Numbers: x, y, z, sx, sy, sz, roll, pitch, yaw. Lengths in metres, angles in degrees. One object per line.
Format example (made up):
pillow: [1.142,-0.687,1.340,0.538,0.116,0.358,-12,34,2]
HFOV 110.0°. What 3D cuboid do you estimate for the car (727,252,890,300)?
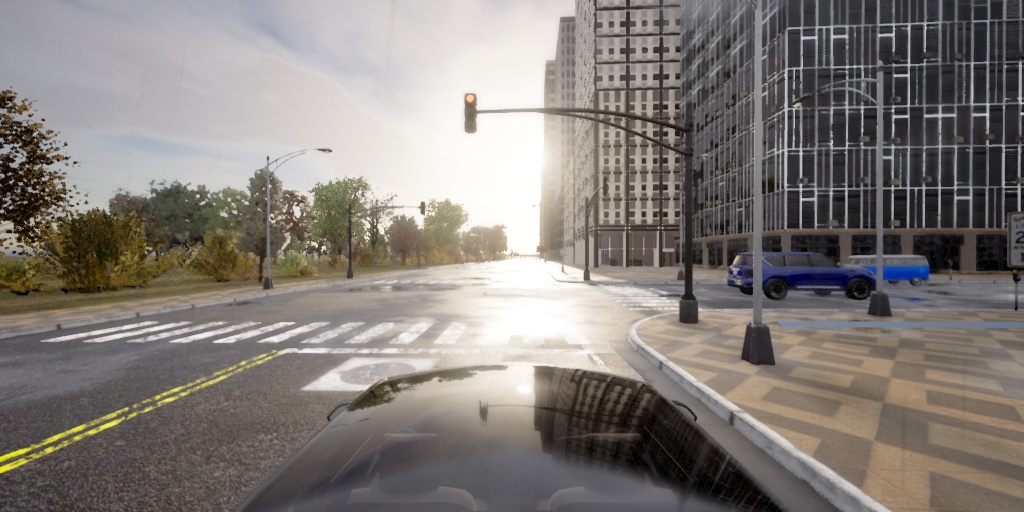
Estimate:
car: [12.731,0.827,15.982,5.566,2.045,2.150,0,0,4]

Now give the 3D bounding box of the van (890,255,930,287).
van: [21.988,0.848,21.226,3.998,1.789,1.690,0,0,4]
